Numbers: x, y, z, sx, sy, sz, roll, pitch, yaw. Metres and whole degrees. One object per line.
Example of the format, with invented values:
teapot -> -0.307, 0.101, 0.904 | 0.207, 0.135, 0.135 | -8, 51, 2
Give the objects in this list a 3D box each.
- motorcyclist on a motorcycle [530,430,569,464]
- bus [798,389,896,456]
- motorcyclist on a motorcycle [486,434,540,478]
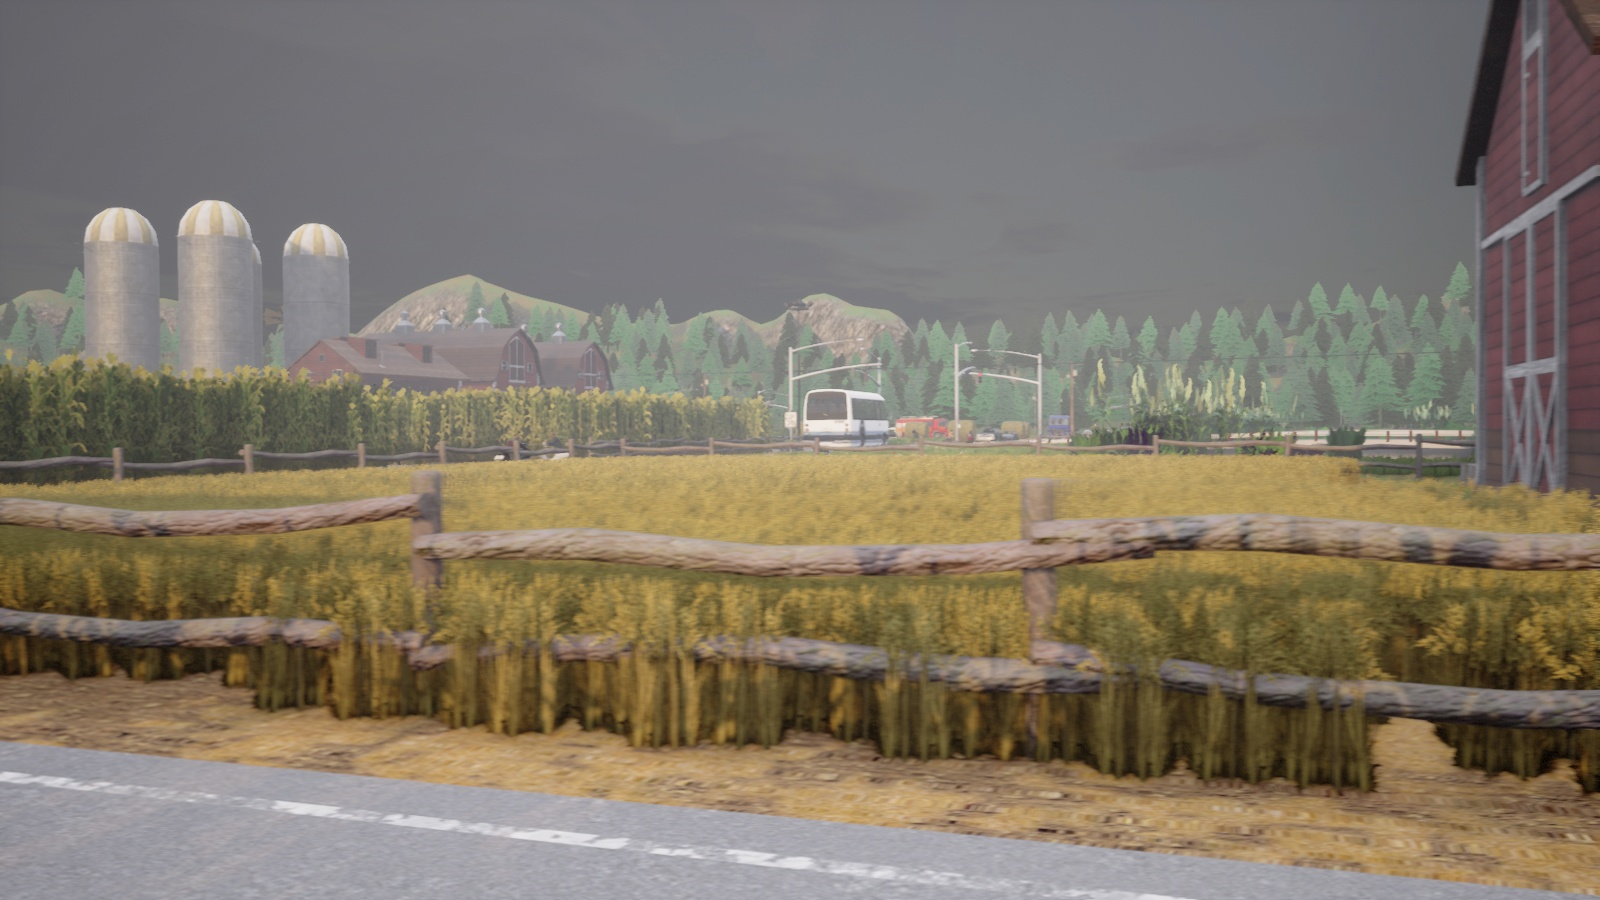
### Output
motorcyclist on a motorcycle -> -11.983, -0.118, 60.154 | 1.817, 1.590, 0.866 | 0, -2, -9
bus -> 3.363, -1.816, 85.272 | 3.944, 4.253, 10.273 | 0, 1, 18
motorcyclist on a motorcycle -> -10.187, 0.195, 44.681 | 0.866, 1.530, 2.191 | 0, 1, 18
